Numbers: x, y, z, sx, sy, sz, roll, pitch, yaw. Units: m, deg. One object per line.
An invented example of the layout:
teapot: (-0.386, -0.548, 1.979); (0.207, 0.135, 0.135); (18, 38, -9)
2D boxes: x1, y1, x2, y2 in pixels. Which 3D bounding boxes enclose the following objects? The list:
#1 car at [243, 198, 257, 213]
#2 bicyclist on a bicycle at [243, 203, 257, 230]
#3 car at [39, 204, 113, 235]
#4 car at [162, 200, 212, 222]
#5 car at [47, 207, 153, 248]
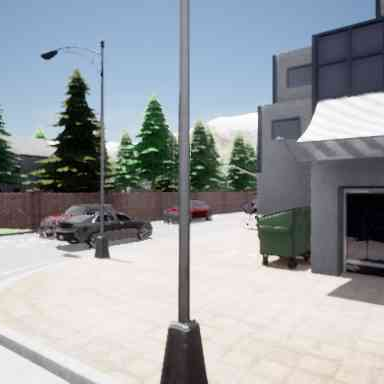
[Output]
car: (7.529, 1.479, 37.212); (2.097, 1.767, 4.553); (0, 0, 35)
bicyclist on a bicycle: (3.690, 1.451, 19.409); (1.656, 1.620, 0.582); (0, 0, 36)
car: (-6.135, 1.479, 18.691); (2.097, 1.767, 4.553); (0, 0, 36)
car: (-0.320, 1.479, 26.584); (2.097, 1.767, 4.553); (0, 0, 35)
car: (-3.956, 1.643, 15.761); (1.837, 1.490, 4.892); (-1, -1, 37)
